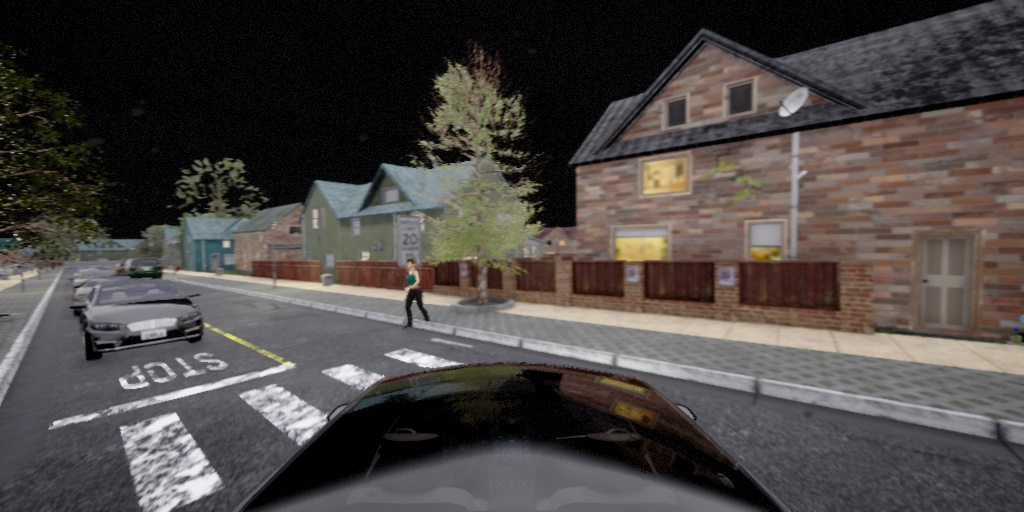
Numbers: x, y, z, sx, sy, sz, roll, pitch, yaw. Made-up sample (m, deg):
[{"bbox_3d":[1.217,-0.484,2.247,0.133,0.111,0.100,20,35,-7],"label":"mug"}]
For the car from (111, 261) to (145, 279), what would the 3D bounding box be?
[{"bbox_3d":[-41.372,1.426,38.609,4.553,1.767,2.097,-1,2,39],"label":"car"}]

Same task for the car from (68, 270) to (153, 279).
[{"bbox_3d":[-16.373,1.498,14.638,4.181,1.385,1.994,-1,2,39],"label":"car"}]

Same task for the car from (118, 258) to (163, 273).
[{"bbox_3d":[-32.064,1.208,31.083,5.566,2.045,2.150,0,2,39],"label":"car"}]

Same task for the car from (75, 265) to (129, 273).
[{"bbox_3d":[-23.945,1.510,20.762,4.892,1.490,1.837,0,2,39],"label":"car"}]

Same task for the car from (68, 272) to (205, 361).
[{"bbox_3d":[-9.262,1.358,8.896,4.902,1.511,2.128,-1,2,39],"label":"car"}]

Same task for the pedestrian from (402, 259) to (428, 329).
[{"bbox_3d":[-2.501,0.949,9.135,0.375,1.860,0.375,1,4,39],"label":"pedestrian"}]
